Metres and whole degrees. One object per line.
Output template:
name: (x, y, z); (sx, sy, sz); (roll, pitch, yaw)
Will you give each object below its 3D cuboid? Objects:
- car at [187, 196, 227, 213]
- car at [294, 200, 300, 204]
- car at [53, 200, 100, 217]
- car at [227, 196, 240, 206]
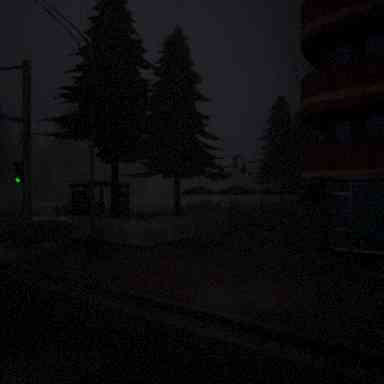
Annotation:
car: (1.489, 1.465, 36.750); (1.882, 1.535, 5.008); (0, 0, 38)
car: (17.545, 1.523, 48.954); (5.357, 1.411, 2.033); (0, 0, -20)
car: (-10.829, 1.480, 32.061); (1.882, 1.535, 5.008); (0, 0, 36)
car: (5.102, 1.349, 50.135); (4.553, 1.767, 2.097); (0, 0, -35)
